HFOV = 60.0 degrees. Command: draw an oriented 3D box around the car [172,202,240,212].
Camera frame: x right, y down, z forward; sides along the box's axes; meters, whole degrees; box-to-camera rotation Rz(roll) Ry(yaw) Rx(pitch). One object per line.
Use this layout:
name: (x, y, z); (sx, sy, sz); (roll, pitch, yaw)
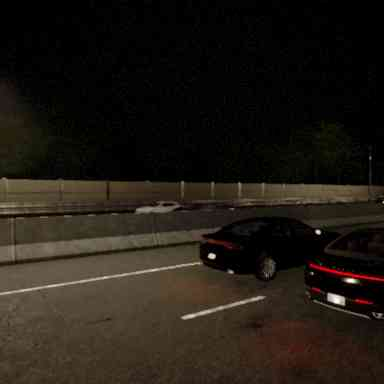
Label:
car: (1.639, 1.522, 22.351); (5.357, 1.411, 2.033); (0, 0, -35)

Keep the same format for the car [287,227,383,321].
car: (4.322, 1.492, 6.825); (4.892, 1.490, 1.837); (0, 0, -35)

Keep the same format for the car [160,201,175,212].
car: (0.029, 1.538, 25.499); (4.181, 1.385, 1.994); (0, 0, -35)

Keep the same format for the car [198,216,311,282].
car: (2.514, 1.464, 9.834); (5.008, 1.535, 1.882); (0, 0, -35)

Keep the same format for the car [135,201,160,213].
car: (-2.530, 1.501, 27.974); (4.674, 1.442, 1.812); (0, 0, -35)

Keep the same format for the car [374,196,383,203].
car: (29.909, 1.383, 51.028); (5.008, 1.535, 1.882); (0, 0, -35)
